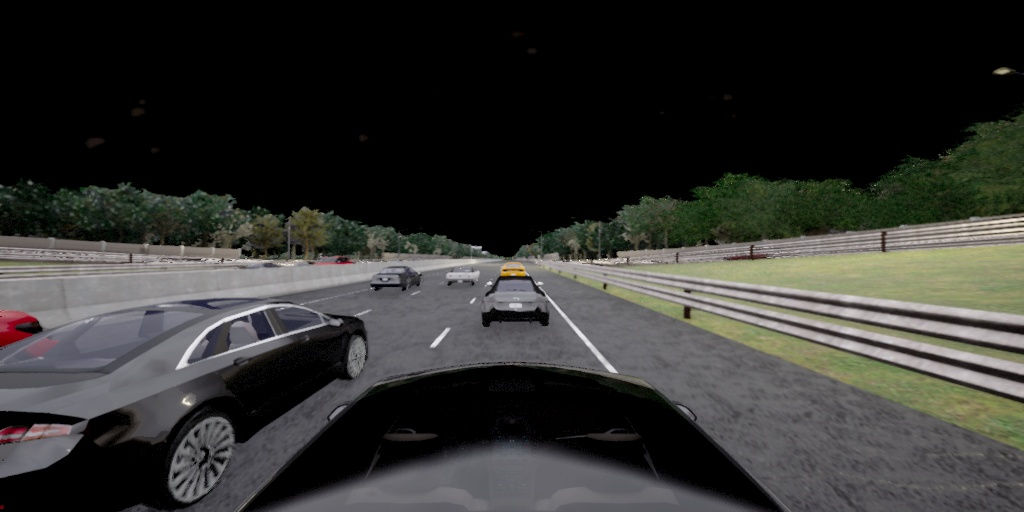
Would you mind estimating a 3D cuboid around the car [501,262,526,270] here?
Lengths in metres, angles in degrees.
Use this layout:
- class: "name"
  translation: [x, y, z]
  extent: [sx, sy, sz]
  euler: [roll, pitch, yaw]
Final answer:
- class: "car"
  translation: [0.097, 1.264, 29.161]
  extent: [1.882, 1.535, 5.008]
  euler: [0, 0, 0]

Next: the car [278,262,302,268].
- class: "car"
  translation: [-21.096, 1.310, 36.570]
  extent: [1.837, 1.490, 4.892]
  euler: [0, 0, 0]

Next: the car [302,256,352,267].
- class: "car"
  translation: [-17.600, 1.023, 35.073]
  extent: [2.150, 2.045, 5.566]
  euler: [0, 0, 0]

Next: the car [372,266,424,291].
- class: "car"
  translation: [-6.902, 1.321, 22.005]
  extent: [2.033, 1.411, 5.357]
  euler: [0, 0, 0]

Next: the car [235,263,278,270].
- class: "car"
  translation: [-24.600, 1.349, 35.108]
  extent: [2.033, 1.411, 5.357]
  euler: [0, 0, 0]

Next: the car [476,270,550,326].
- class: "car"
  translation: [0.099, 1.322, 11.784]
  extent: [1.994, 1.385, 4.181]
  euler: [0, 0, 0]

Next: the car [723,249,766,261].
- class: "car"
  translation: [26.791, 0.012, 41.489]
  extent: [1.812, 1.442, 4.674]
  euler: [0, -4, -14]

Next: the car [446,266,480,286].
- class: "car"
  translation: [-3.403, 1.381, 25.786]
  extent: [1.895, 1.301, 4.718]
  euler: [0, 0, 0]

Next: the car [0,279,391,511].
- class: "car"
  translation: [-3.400, 1.244, 4.310]
  extent: [2.128, 1.511, 4.902]
  euler: [0, 0, 0]

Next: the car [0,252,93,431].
- class: "car"
  translation: [-6.900, 0.972, 2.199]
  extent: [2.150, 2.045, 5.566]
  euler: [0, 0, 0]
